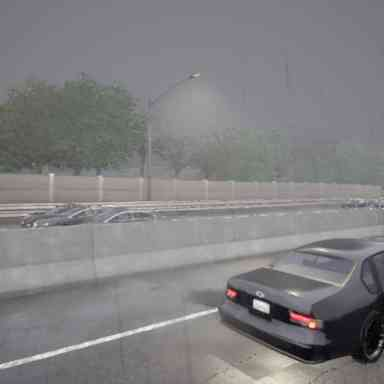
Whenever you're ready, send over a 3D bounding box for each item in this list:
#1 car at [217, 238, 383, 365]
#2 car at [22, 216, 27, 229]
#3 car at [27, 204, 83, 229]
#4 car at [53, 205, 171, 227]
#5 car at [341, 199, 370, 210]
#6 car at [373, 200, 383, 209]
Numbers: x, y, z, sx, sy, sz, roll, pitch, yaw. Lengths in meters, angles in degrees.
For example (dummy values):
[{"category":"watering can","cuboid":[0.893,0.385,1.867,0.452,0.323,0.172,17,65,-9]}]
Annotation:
[{"category":"car","cuboid":[2.955,1.552,5.840,5.357,1.411,2.033,0,0,-35]},{"category":"car","cuboid":[-7.555,1.508,20.086,4.892,1.490,1.837,0,0,-35]},{"category":"car","cuboid":[-5.521,1.495,17.237,4.902,1.511,2.128,0,0,-35]},{"category":"car","cuboid":[-3.166,1.496,14.617,4.902,1.511,2.128,0,0,-35]},{"category":"car","cuboid":[21.608,1.647,44.030,4.718,1.301,1.895,0,0,-38]},{"category":"car","cuboid":[26.025,1.601,43.709,5.357,1.411,2.033,0,0,-35]}]
